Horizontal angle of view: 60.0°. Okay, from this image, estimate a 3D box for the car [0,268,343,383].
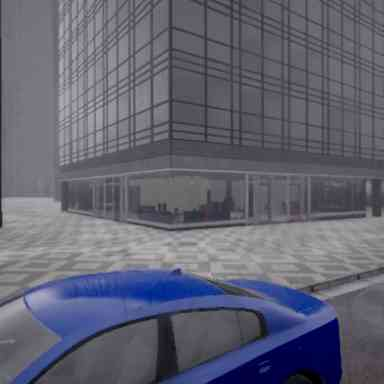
[{"bbox_3d":[-0.827,1.483,2.663,5.008,1.535,1.882,0,0,-35],"label":"car"}]
